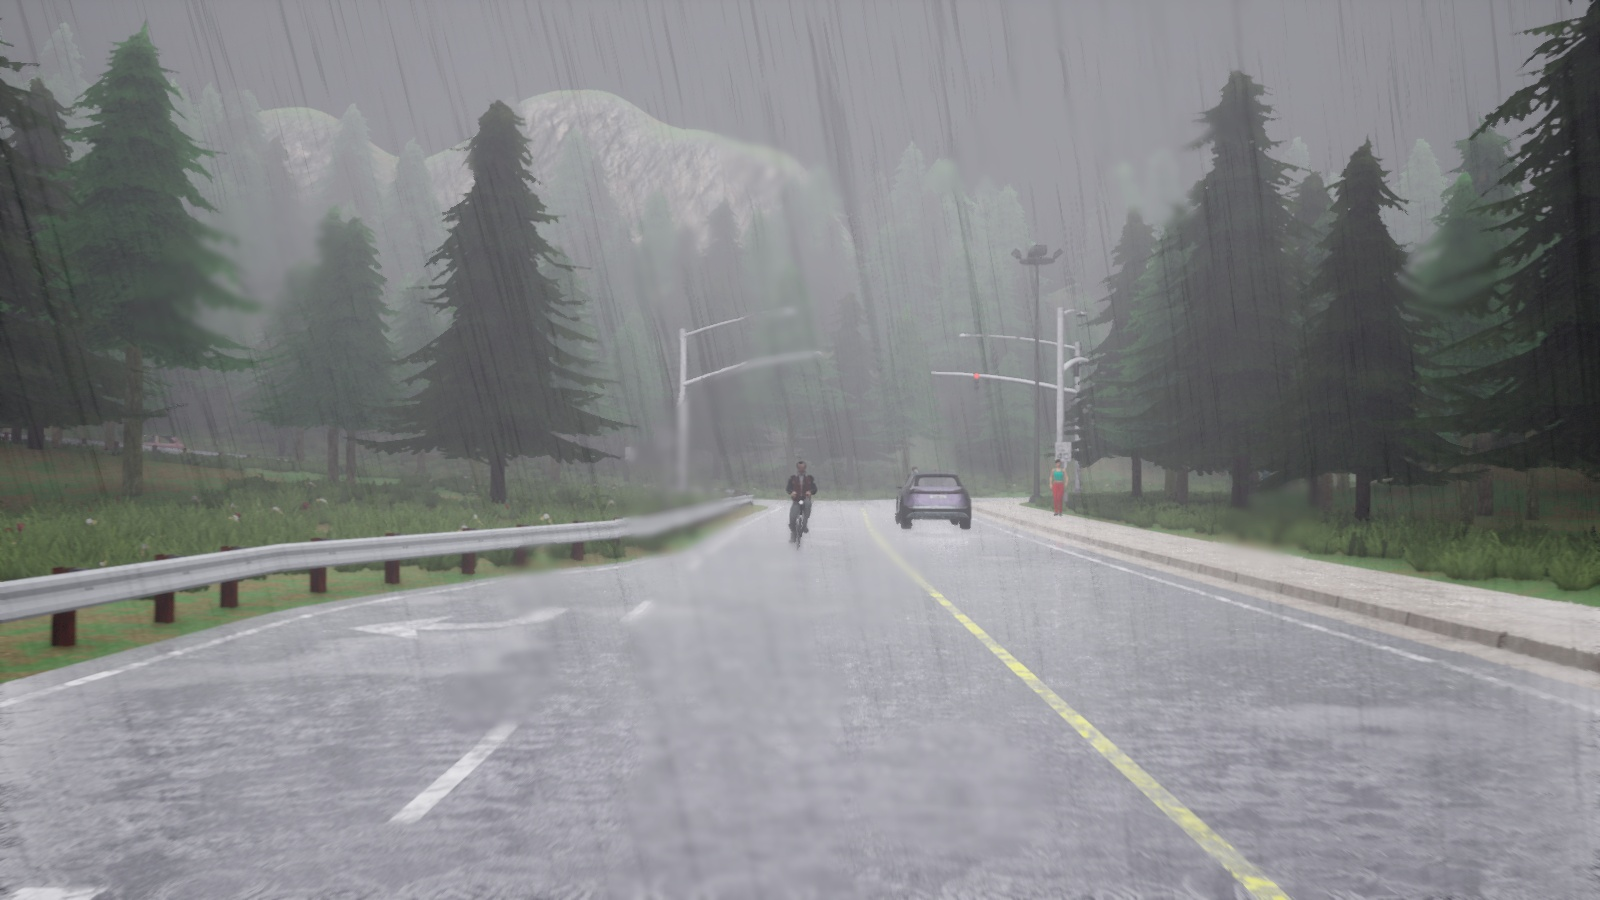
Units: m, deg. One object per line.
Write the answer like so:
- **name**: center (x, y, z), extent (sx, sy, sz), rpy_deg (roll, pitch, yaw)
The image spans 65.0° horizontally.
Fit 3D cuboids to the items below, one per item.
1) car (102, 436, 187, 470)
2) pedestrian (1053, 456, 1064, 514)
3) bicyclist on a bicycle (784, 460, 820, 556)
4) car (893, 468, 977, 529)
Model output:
- **car**: center (-34.601, 0.189, 66.309), extent (3.633, 1.501, 1.845), rpy_deg (6, -5, -38)
- **pedestrian**: center (8.239, 1.126, 40.038), extent (0.345, 1.836, 0.594), rpy_deg (0, -1, 12)
- **bicyclist on a bicycle**: center (0.040, 1.097, 24.237), extent (0.659, 1.776, 1.843), rpy_deg (0, -1, 1)
- **car**: center (3.807, 1.346, 36.179), extent (2.033, 1.649, 4.856), rpy_deg (0, -1, 2)
